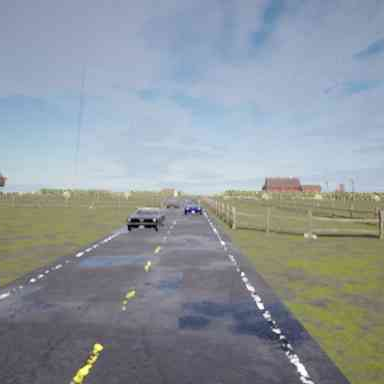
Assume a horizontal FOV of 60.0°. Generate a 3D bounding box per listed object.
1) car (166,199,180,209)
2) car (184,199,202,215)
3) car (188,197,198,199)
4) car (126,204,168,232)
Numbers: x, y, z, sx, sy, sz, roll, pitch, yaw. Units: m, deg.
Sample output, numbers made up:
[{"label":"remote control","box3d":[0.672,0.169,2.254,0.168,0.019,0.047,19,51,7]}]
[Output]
[{"label":"car","box3d":[-2.784,1.745,48.760,2.033,1.411,5.357,0,0,0]},{"label":"car","box3d":[0.143,1.748,36.188,1.895,1.301,4.718,0,0,0]},{"label":"car","box3d":[0.149,1.545,47.583,2.097,1.767,4.553,0,0,0]},{"label":"car","box3d":[-2.819,1.686,21.066,1.895,1.301,4.718,0,0,1]}]
